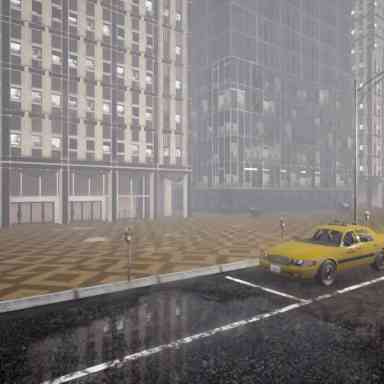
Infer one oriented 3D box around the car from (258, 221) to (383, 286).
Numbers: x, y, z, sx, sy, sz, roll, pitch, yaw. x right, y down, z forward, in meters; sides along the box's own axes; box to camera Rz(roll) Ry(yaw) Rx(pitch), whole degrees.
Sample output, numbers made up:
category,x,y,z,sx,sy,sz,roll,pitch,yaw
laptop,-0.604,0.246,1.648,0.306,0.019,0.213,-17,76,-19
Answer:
category,x,y,z,sx,sy,sz,roll,pitch,yaw
car,3.964,1.526,9.409,4.829,1.417,1.752,0,0,-36
